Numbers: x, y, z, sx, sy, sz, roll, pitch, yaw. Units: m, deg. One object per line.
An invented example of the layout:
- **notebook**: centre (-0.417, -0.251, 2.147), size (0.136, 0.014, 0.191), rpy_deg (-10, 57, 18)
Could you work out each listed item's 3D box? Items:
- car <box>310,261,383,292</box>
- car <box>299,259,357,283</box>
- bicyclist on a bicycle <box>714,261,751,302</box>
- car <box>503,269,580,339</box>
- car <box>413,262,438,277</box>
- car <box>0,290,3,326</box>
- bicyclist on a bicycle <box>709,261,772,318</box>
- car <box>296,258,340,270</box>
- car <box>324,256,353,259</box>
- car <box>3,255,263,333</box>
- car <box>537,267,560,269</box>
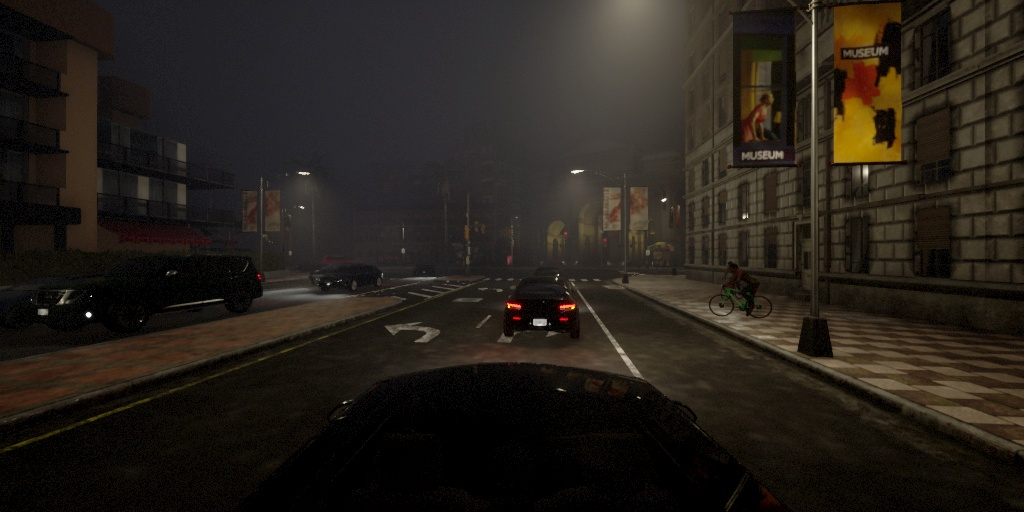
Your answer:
- **car**: centre (-9.535, 1.255, 21.580), size (1.837, 1.490, 4.892), rpy_deg (0, 0, 7)
- **car**: centre (-12.573, 1.239, 26.006), size (2.128, 1.511, 4.902), rpy_deg (0, 0, 6)
- **bicyclist on a bicycle**: centre (9.272, 1.050, 15.059), size (1.656, 1.620, 0.582), rpy_deg (0, 0, -28)
- **car**: centre (0.877, 1.276, 10.078), size (1.812, 1.442, 4.674), rpy_deg (0, 0, 7)
- **car**: centre (-8.381, 1.313, 35.080), size (1.994, 1.385, 4.181), rpy_deg (0, 0, -7)
- **car**: centre (-14.204, 1.297, 11.639), size (2.033, 1.411, 5.357), rpy_deg (0, 0, 7)
- **bicyclist on a bicycle**: centre (6.854, 1.051, 10.797), size (1.656, 1.620, 0.582), rpy_deg (0, 0, 22)
- **car**: centre (-23.402, 1.298, 43.569), size (5.357, 1.411, 2.033), rpy_deg (0, 0, 12)
- **car**: centre (-22.139, 0.972, 47.188), size (5.566, 2.045, 2.150), rpy_deg (0, 0, 7)
- **car**: centre (-10.713, 0.971, 11.216), size (2.150, 2.045, 5.566), rpy_deg (0, 0, 8)
- **car**: centre (1.922, 1.276, 18.921), size (1.812, 1.442, 4.674), rpy_deg (0, 0, 7)
